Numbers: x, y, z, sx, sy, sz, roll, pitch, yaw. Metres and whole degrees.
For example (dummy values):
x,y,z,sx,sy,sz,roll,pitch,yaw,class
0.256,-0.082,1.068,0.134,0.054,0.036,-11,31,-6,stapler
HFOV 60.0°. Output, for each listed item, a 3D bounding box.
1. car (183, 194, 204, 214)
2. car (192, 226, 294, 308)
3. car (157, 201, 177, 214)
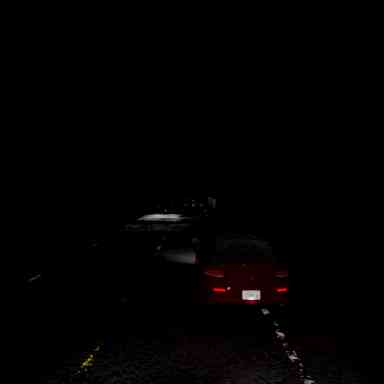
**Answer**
x,y,z,sx,sy,sz,roll,pitch,yaw,class
0.157,1.348,34.948,2.097,1.767,4.553,0,0,0,car
0.979,1.526,7.764,1.812,1.442,4.674,0,0,0,car
-2.664,1.596,35.913,1.895,1.301,4.718,0,0,0,car
